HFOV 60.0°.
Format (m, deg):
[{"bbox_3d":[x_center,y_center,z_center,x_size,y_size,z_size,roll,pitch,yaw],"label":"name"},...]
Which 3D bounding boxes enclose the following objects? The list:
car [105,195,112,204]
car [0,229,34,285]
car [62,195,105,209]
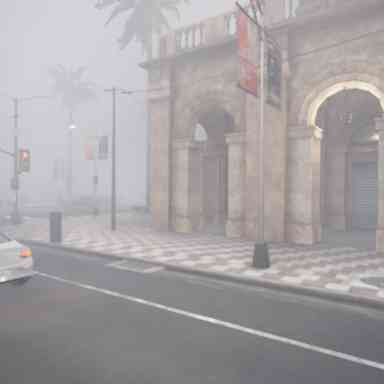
[{"bbox_3d":[-13.904,1.221,51.089,2.161,1.482,4.786,1,0,35],"label":"car"},{"bbox_3d":[-5.620,1.461,7.960,4.674,1.442,1.812,1,0,36],"label":"car"},{"bbox_3d":[-13.400,1.260,40.462,1.837,1.490,4.892,1,0,36],"label":"car"}]
